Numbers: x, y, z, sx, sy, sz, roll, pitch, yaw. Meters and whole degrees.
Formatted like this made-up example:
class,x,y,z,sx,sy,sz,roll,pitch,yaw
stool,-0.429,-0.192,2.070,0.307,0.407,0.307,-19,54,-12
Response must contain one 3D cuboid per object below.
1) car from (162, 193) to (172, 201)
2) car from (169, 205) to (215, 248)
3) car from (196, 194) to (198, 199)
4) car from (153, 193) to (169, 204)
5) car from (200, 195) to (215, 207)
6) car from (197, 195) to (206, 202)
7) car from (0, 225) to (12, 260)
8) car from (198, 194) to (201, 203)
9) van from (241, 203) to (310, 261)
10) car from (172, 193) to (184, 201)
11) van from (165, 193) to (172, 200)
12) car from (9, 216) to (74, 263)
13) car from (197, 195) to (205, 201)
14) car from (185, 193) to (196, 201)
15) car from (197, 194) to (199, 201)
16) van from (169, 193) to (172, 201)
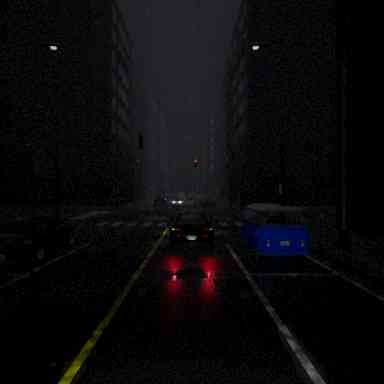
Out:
class,x,y,z,sx,sy,sz,roll,pitch,yaw
car,-6.328,1.280,84.248,2.192,1.841,5.009,0,0,-1
car,0.000,1.532,14.650,1.812,1.442,4.674,0,0,0
car,2.424,1.546,67.788,1.947,1.339,4.313,0,0,-1
car,-6.026,1.299,62.146,2.192,1.841,5.009,0,0,-1
car,2.648,1.515,51.382,1.752,1.417,4.829,0,0,-1
car,2.273,1.521,78.839,2.008,1.369,4.403,0,0,-1
car,-5.669,1.580,6.562,1.802,1.307,4.206,0,0,0
car,2.575,1.428,56.737,1.967,1.590,4.097,0,0,-1
van,2.855,1.339,12.023,1.690,1.788,3.998,0,0,0
car,-3.628,1.506,81.961,1.895,1.301,4.718,0,0,-1
van,-6.401,1.299,89.772,1.690,1.788,3.998,0,0,-1
car,-5.670,1.564,12.013,1.947,1.339,4.313,0,0,0
car,2.197,1.547,84.364,1.802,1.307,4.206,0,0,-1
car,-0.560,1.496,77.020,1.895,1.301,4.718,0,0,-1
car,2.499,1.535,62.262,2.008,1.369,4.403,0,0,-1
van,-6.253,1.312,78.723,1.690,1.788,3.998,0,0,-1
